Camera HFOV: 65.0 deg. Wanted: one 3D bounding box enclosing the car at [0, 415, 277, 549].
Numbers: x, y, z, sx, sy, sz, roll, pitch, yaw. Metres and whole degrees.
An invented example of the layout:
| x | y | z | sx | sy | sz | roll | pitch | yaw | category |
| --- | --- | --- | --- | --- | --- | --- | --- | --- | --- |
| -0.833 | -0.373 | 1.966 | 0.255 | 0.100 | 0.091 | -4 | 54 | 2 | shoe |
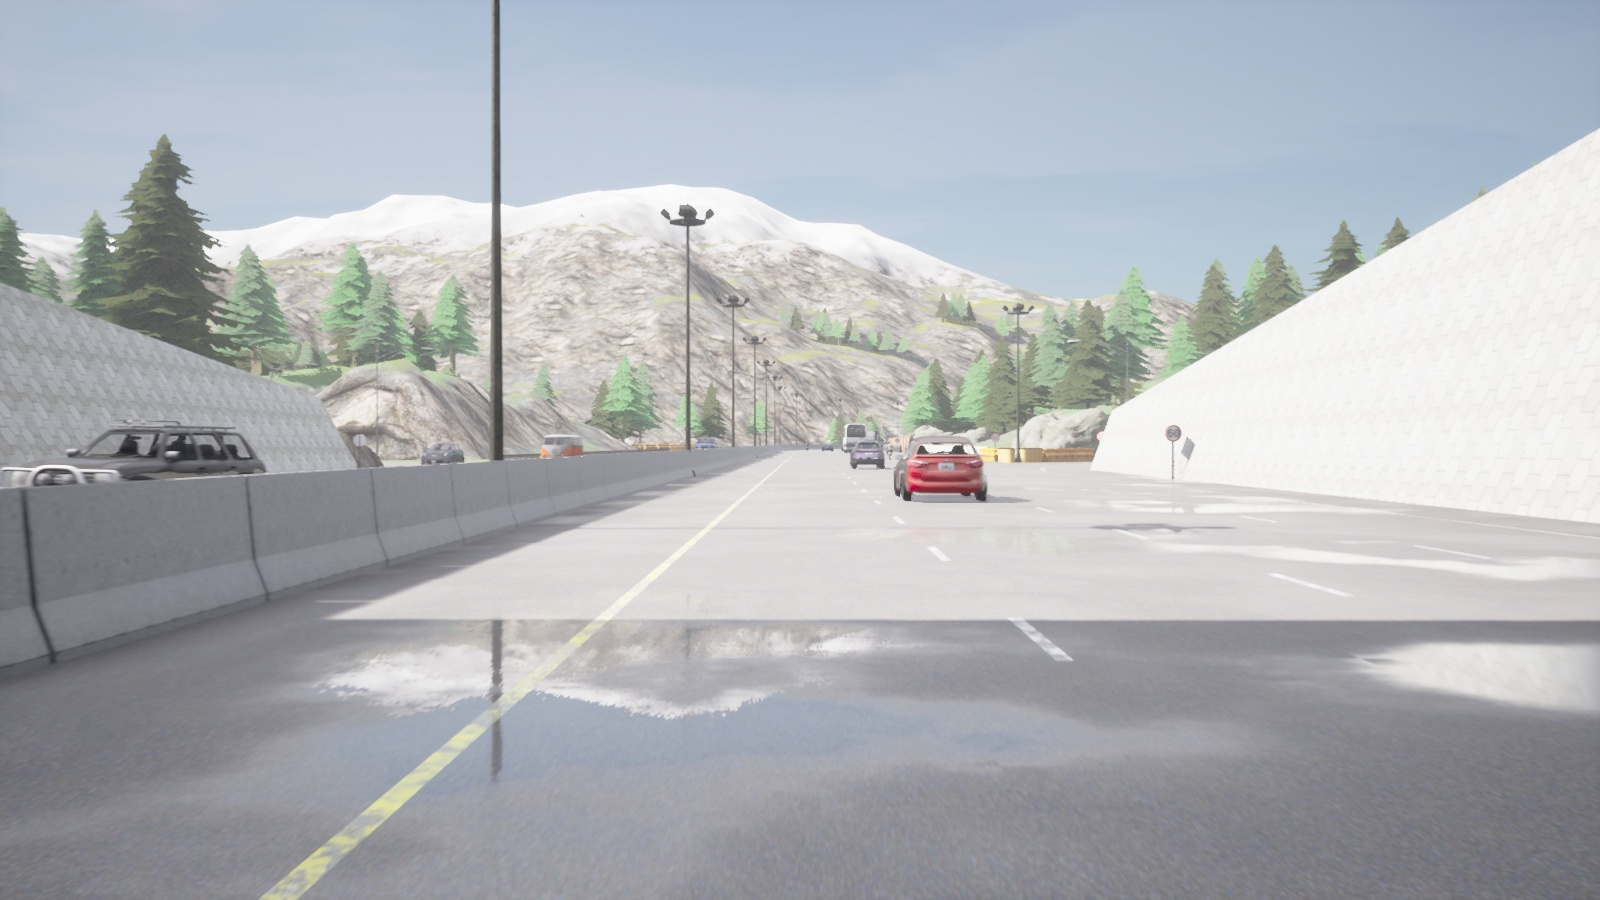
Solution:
| x | y | z | sx | sy | sz | roll | pitch | yaw | category |
| --- | --- | --- | --- | --- | --- | --- | --- | --- | --- |
| -10.543 | 0.442 | 20.102 | 1.932 | 1.855 | 4.605 | 2 | 0 | 7 | car |

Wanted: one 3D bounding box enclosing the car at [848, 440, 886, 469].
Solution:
| x | y | z | sx | sy | sz | roll | pitch | yaw | category |
| --- | --- | --- | --- | --- | --- | --- | --- | --- | --- |
| 3.939 | 0.261 | 74.259 | 2.033 | 1.649 | 4.856 | 0 | 0 | 0 | car |

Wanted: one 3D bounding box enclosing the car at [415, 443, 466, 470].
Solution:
| x | y | z | sx | sy | sz | roll | pitch | yaw | category |
| --- | --- | --- | --- | --- | --- | --- | --- | --- | --- |
| -20.574 | 0.338 | 72.045 | 1.845 | 1.501 | 3.633 | 0 | 0 | 0 | car |

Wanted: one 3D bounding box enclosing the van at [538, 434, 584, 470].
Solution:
| x | y | z | sx | sy | sz | roll | pitch | yaw | category |
| --- | --- | --- | --- | --- | --- | --- | --- | --- | --- |
| -13.577 | 0.085 | 71.517 | 1.775 | 1.987 | 4.442 | 0 | 0 | 0 | van |

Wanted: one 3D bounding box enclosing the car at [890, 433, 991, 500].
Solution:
| x | y | z | sx | sy | sz | roll | pitch | yaw | category |
| --- | --- | --- | --- | --- | --- | --- | --- | --- | --- |
| 3.709 | 0.402 | 33.930 | 2.242 | 1.667 | 4.611 | 0 | 0 | 0 | car |
